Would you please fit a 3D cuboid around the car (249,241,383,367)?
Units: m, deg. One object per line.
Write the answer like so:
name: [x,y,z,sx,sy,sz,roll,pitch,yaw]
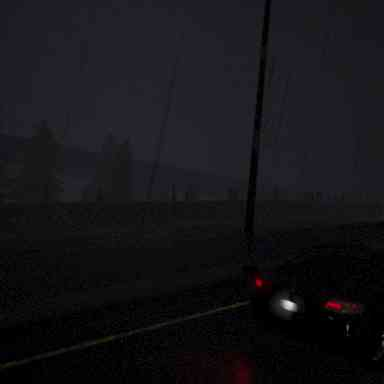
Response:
car: [3.001,1.587,5.887,4.181,1.385,1.994,0,0,-36]
